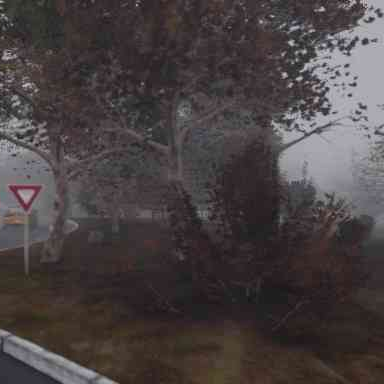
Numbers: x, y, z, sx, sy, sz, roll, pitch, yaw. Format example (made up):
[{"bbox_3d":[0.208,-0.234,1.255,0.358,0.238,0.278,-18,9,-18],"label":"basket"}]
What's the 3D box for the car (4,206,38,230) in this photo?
[{"bbox_3d":[-12.176,1.755,23.828,1.882,1.535,5.008,0,-1,-23],"label":"car"}]
